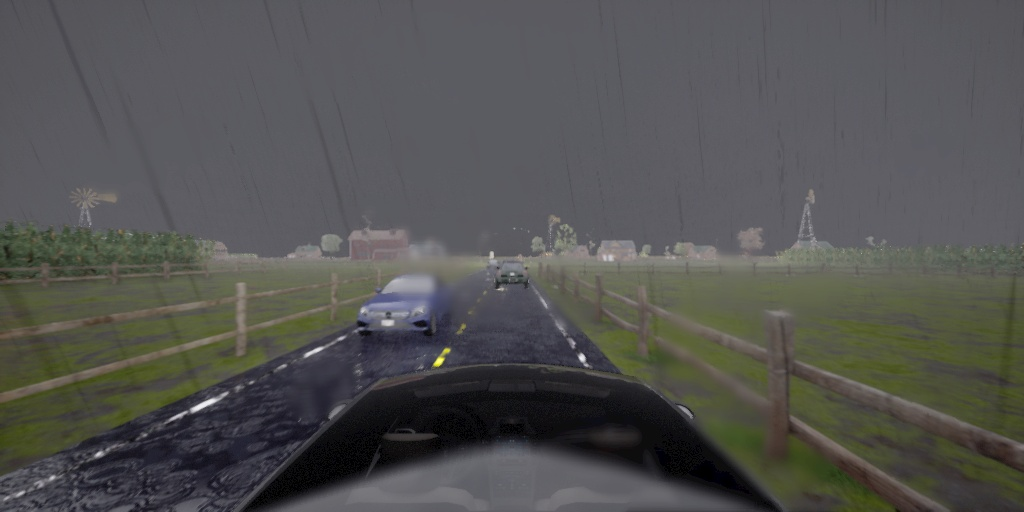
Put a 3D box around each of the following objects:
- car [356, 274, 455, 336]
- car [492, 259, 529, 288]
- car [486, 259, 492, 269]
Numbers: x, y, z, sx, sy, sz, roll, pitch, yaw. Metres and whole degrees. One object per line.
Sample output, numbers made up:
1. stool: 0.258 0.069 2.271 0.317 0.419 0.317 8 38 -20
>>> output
1. car: -2.836 1.273 10.542 1.812 1.442 4.674 0 0 0
2. car: 0.033 1.092 23.672 2.097 1.767 4.553 0 0 1
3. car: -2.791 1.247 54.431 1.812 1.442 4.674 0 0 1
